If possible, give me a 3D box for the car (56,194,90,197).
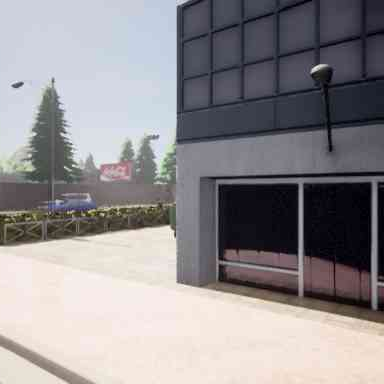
[{"bbox_3d":[-12.961,1.207,34.498,2.150,2.045,5.566,0,0,36],"label":"car"}]

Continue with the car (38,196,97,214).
[{"bbox_3d":[-11.209,1.465,30.942,1.882,1.535,5.008,0,0,36],"label":"car"}]

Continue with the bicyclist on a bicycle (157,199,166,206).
[{"bbox_3d":[-2.266,1.294,23.719,1.656,1.620,0.582,0,0,36],"label":"bicyclist on a bicycle"}]
